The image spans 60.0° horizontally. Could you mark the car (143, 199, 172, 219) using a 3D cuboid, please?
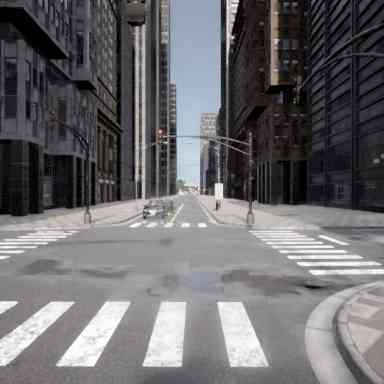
[{"bbox_3d":[-3.175,1.500,29.438,2.128,1.511,4.902,0,0,0],"label":"car"}]

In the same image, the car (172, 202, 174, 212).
[{"bbox_3d":[-3.204,1.578,39.504,1.994,1.385,4.181,0,0,-1],"label":"car"}]
